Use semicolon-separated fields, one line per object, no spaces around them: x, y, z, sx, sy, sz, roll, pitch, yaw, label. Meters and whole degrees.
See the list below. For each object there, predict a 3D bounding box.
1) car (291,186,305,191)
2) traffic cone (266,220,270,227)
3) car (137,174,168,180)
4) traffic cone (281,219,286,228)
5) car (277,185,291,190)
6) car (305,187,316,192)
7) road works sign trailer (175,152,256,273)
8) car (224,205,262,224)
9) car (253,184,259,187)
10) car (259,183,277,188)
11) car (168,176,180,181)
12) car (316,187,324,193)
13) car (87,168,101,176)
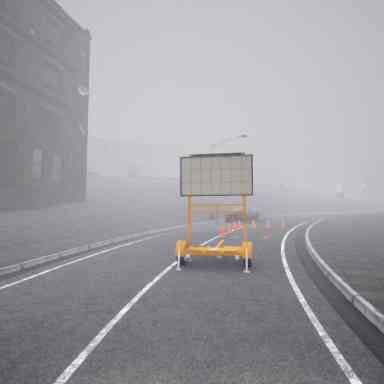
24.046;-0.560;79.814;4.892;1.521;2.231;4;-6;-40;car
5.298;2.165;23.152;0.340;0.580;0.340;-2;-1;17;traffic cone
-7.135;-2.324;56.832;4.892;1.521;2.231;2;-5;-33;car
6.252;2.136;22.862;0.340;0.580;0.340;-2;-1;17;traffic cone
19.900;-0.794;76.329;4.674;1.452;2.002;4;-6;-39;car
28.273;-0.376;83.539;4.553;1.767;2.185;4;-6;-41;car
0.841;0.530;11.035;2.380;3.560;2.880;-1;-1;12;road works sign trailer
4.392;1.859;28.254;1.882;1.535;5.008;-3;-2;30;car
11.076;-1.501;69.388;4.553;1.767;2.185;3;-6;-36;car
15.603;-1.074;72.875;4.792;1.488;2.163;3;-6;-38;car
-2.501;-2.114;59.824;4.892;1.521;2.231;3;-5;-33;car
32.413;-0.165;87.321;5.566;2.045;2.435;5;-6;-42;car
-16.330;-2.840;50.923;4.553;1.767;2.185;2;-5;-33;car
